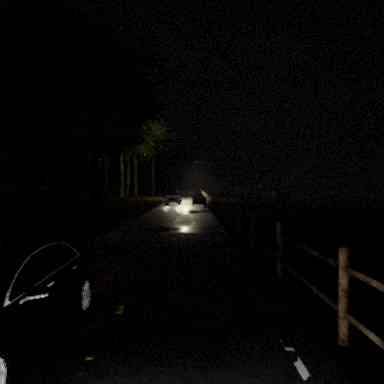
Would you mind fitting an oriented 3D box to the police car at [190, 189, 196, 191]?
[{"bbox_3d":[0.984,0.728,62.080,1.930,1.638,5.238,0,1,0],"label":"police car"}]

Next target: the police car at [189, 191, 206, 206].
[{"bbox_3d":[0.943,1.073,46.080,1.930,1.638,5.238,0,1,0],"label":"police car"}]

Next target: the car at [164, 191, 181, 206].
[{"bbox_3d":[-2.705,0.845,47.641,2.150,2.045,5.566,0,1,0],"label":"car"}]

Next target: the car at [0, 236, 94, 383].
[{"bbox_3d":[-2.837,1.496,4.703,1.837,1.490,4.892,0,0,0],"label":"car"}]
